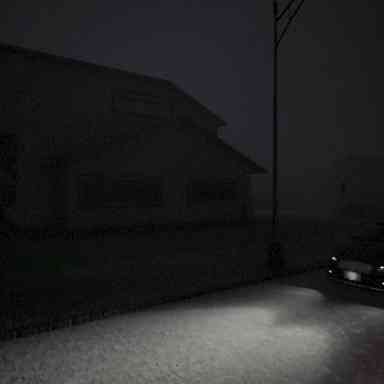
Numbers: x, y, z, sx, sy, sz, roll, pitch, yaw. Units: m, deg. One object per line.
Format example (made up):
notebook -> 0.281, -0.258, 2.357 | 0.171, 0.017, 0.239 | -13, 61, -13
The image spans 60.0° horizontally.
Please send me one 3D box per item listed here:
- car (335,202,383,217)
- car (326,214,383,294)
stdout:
car -> 14.342, 1.547, 26.788 | 2.033, 1.411, 5.357 | 0, 0, -35
car -> 5.369, 1.491, 8.361 | 4.902, 1.511, 2.128 | 0, 0, -35
